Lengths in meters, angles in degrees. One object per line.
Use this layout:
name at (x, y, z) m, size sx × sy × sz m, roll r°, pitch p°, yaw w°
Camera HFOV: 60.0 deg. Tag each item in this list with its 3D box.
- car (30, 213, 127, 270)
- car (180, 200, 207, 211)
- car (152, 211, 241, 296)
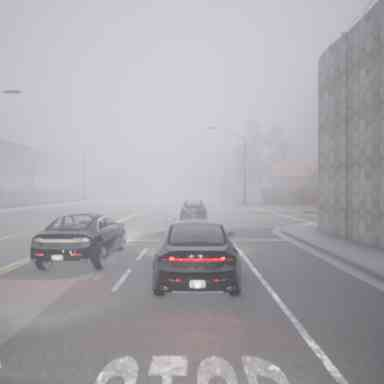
car at (-3.399, 1.433, 10.807) m, size 2.128 × 1.511 × 4.902 m, roll 0°, pitch 0°, yaw 0°
car at (0.103, 1.357, 24.940) m, size 2.128 × 1.511 × 4.902 m, roll 0°, pitch 0°, yaw 0°
car at (0.102, 1.456, 8.533) m, size 1.837 × 1.490 × 4.892 m, roll 0°, pitch 0°, yaw 0°
